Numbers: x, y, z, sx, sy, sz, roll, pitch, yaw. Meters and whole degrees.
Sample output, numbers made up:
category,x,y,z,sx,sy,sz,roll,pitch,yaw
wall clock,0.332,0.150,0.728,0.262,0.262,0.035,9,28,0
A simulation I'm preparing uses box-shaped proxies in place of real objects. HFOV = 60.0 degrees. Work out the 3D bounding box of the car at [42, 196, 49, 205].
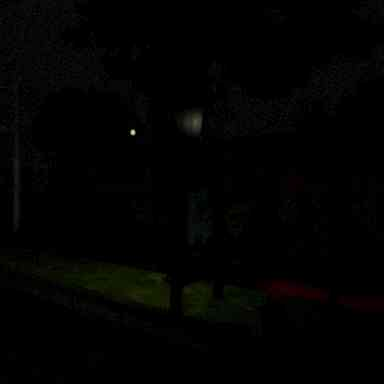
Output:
category,x,y,z,sx,sy,sz,roll,pitch,yaw
car,-22.391,1.069,47.930,3.806,1.475,1.970,0,0,36
